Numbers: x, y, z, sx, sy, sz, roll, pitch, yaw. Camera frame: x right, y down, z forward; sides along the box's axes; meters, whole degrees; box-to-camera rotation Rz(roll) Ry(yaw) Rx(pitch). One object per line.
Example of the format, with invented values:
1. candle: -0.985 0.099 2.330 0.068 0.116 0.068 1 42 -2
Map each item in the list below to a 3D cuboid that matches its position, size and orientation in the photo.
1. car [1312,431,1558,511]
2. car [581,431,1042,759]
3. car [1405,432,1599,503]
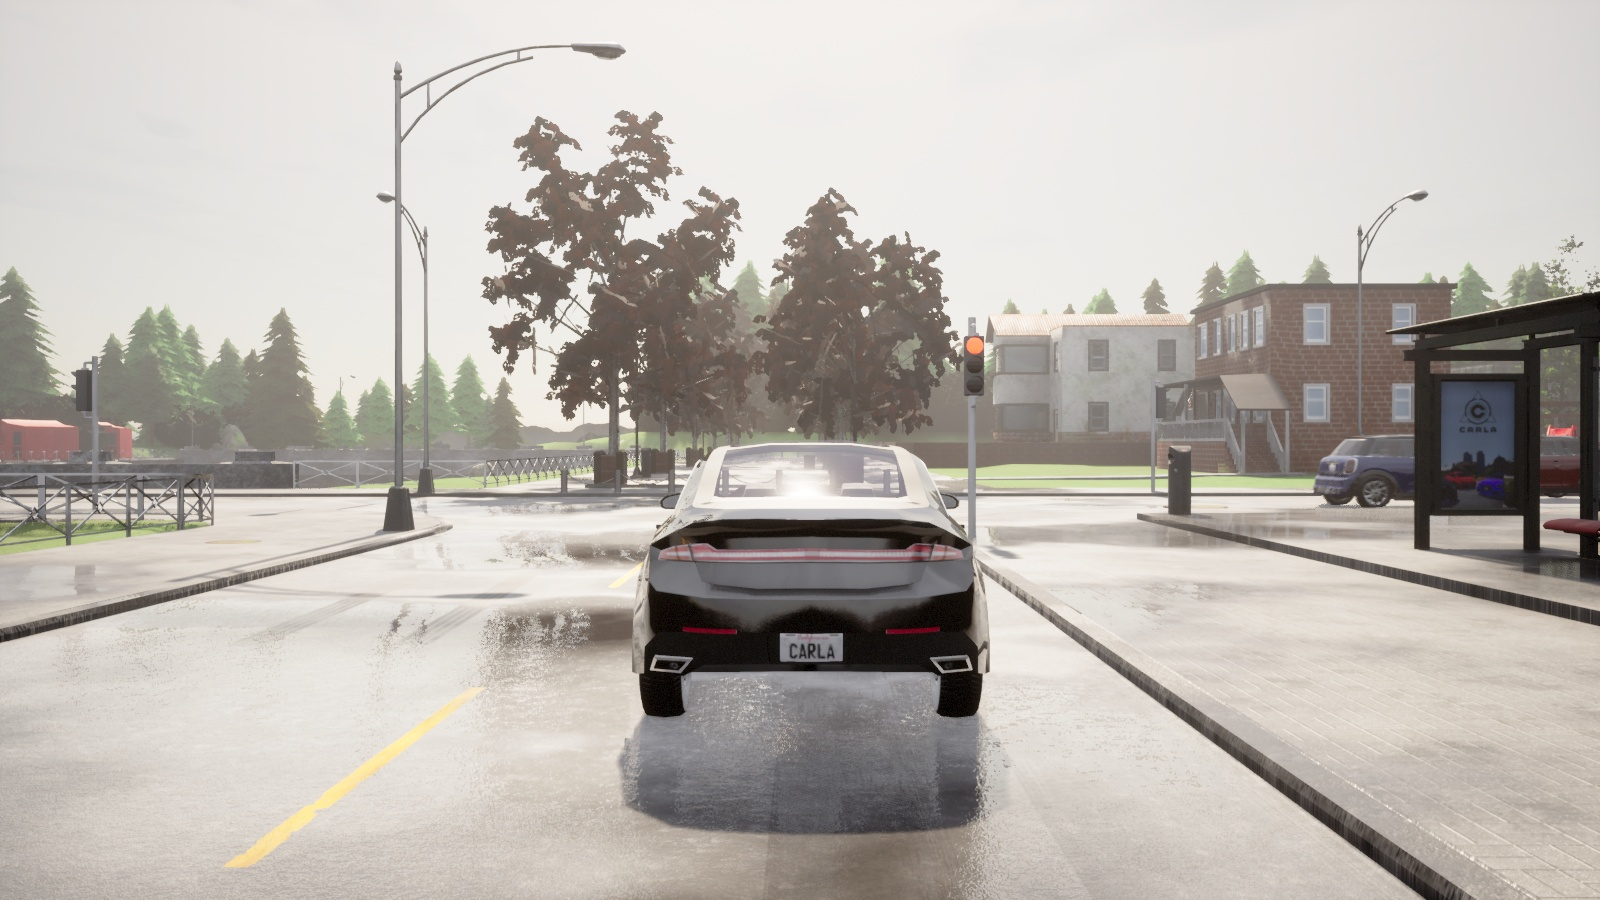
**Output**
1. car: 14.377 0.455 28.647 4.553 1.767 2.097 0 0 0
2. car: 0.062 0.656 8.254 2.128 1.511 4.902 0 0 0
3. car: 18.483 0.436 32.601 4.553 1.767 2.097 0 0 1
